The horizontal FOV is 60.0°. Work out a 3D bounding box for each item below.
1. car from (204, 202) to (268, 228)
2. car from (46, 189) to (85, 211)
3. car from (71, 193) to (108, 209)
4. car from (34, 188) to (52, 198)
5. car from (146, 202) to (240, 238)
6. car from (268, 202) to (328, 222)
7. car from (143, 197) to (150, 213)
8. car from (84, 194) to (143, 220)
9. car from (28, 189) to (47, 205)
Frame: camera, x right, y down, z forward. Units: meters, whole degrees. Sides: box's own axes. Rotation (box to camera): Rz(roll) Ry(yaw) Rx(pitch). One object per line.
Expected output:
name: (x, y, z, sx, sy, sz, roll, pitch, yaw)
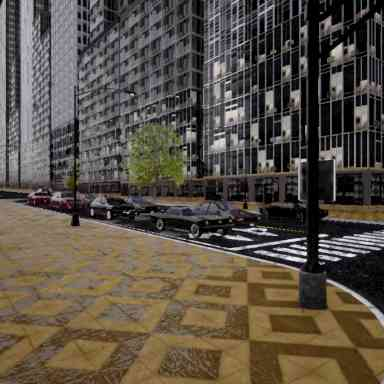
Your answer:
car: (1.618, 1.289, 19.682, 2.033, 1.411, 5.357, 0, 1, -36)
car: (-11.814, 0.776, 31.472, 2.097, 1.767, 4.553, 0, 1, -38)
car: (-11.161, 0.911, 35.912, 2.033, 1.411, 5.357, 0, 1, -38)
car: (-28.519, 0.111, 63.692, 2.097, 1.767, 4.553, 0, 1, -38)
car: (-0.105, 1.372, 16.562, 1.895, 1.301, 4.718, 0, 1, -38)
car: (6.955, 1.341, 23.431, 1.895, 1.301, 4.718, 0, 1, -36)
car: (-4.655, 1.104, 27.614, 2.033, 1.411, 5.357, 0, 1, -37)
car: (-5.696, 1.110, 23.671, 1.837, 1.490, 4.892, 0, 1, -38)
car: (-18.125, 0.712, 39.593, 1.882, 1.535, 5.008, 0, 1, -37)
